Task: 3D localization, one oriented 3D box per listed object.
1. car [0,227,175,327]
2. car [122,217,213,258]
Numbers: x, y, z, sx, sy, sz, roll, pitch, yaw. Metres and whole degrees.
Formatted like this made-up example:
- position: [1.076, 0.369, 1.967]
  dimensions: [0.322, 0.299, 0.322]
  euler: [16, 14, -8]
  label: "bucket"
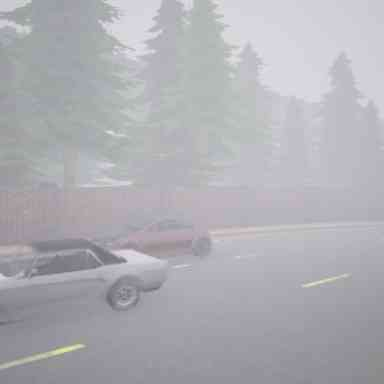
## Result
- position: [-2.866, 1.601, 6.205]
  dimensions: [4.718, 1.301, 1.895]
  euler: [0, 0, -35]
  label: "car"
- position: [-1.325, 1.566, 11.404]
  dimensions: [4.181, 1.385, 1.994]
  euler: [0, 0, -33]
  label: "car"
